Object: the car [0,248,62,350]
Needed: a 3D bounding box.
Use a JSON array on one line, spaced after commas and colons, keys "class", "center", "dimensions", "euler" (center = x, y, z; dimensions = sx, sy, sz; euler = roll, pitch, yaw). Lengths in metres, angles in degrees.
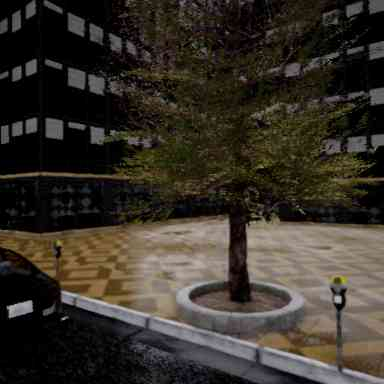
[{"class": "car", "center": [-3.994, 1.631, 5.686], "dimensions": [4.313, 1.339, 1.947], "euler": [-1, -1, 35]}]
